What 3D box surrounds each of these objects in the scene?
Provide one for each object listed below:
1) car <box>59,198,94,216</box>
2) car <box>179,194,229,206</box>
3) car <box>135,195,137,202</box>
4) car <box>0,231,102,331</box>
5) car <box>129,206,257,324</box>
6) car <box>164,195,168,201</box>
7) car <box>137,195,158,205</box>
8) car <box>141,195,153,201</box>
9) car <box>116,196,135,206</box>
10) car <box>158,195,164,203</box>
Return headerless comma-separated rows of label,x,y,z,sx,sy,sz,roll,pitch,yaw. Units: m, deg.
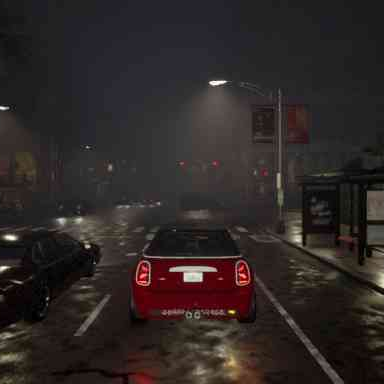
car,-10.932,1.352,31.776,2.097,1.767,4.553,0,0,-1
car,1.263,1.221,36.350,5.566,2.045,2.150,0,1,30
car,-11.250,1.355,69.390,2.097,1.767,4.553,0,0,-1
car,-3.493,1.547,7.129,2.033,1.411,5.357,0,0,0
car,0.006,1.352,7.336,2.097,1.767,4.553,0,0,0
car,-7.554,1.478,86.936,1.882,1.535,5.008,0,0,6
car,-7.699,1.351,57.902,2.097,1.767,4.553,0,0,0
car,-11.310,1.525,84.069,2.128,1.511,4.902,0,0,3
car,-11.176,1.564,55.152,1.994,1.385,4.181,0,0,0
car,-7.778,1.595,71.948,1.895,1.301,4.718,0,0,-1
